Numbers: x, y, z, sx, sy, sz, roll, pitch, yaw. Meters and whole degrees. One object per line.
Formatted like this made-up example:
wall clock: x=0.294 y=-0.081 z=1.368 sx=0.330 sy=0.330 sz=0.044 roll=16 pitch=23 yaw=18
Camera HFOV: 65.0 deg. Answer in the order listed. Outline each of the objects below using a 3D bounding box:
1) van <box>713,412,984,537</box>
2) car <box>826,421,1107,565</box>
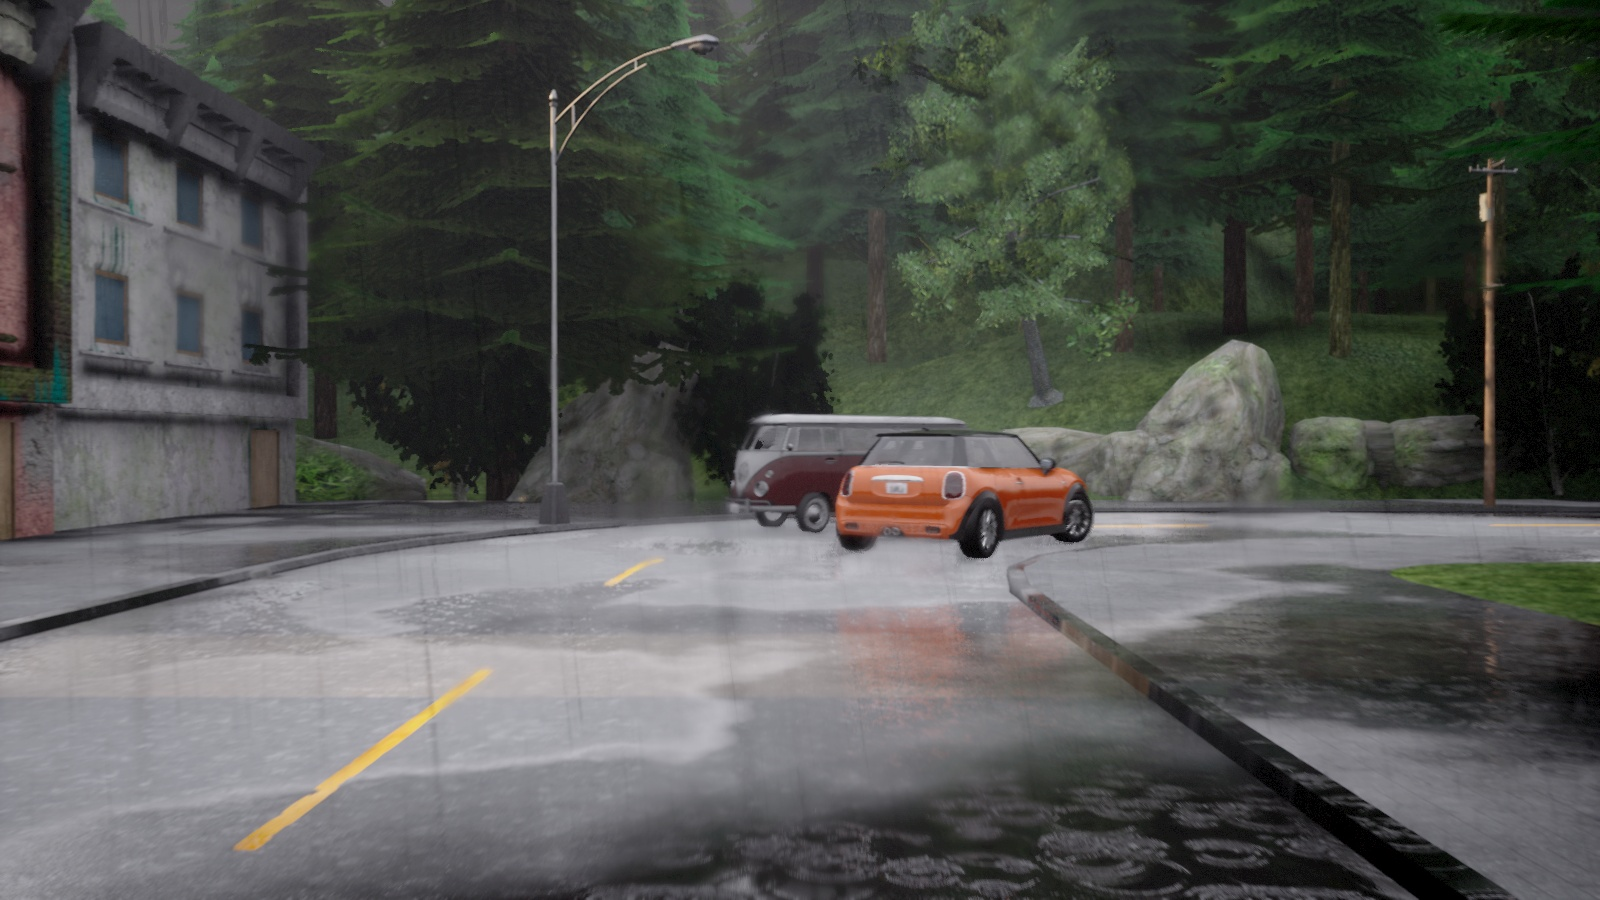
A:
van: x=0.881 y=0.379 z=21.825 sx=4.442 sy=1.987 sz=1.775 roll=0 pitch=0 yaw=-30
car: x=2.511 y=0.508 z=17.836 sx=2.097 sy=1.767 sz=4.553 roll=0 pitch=0 yaw=35
